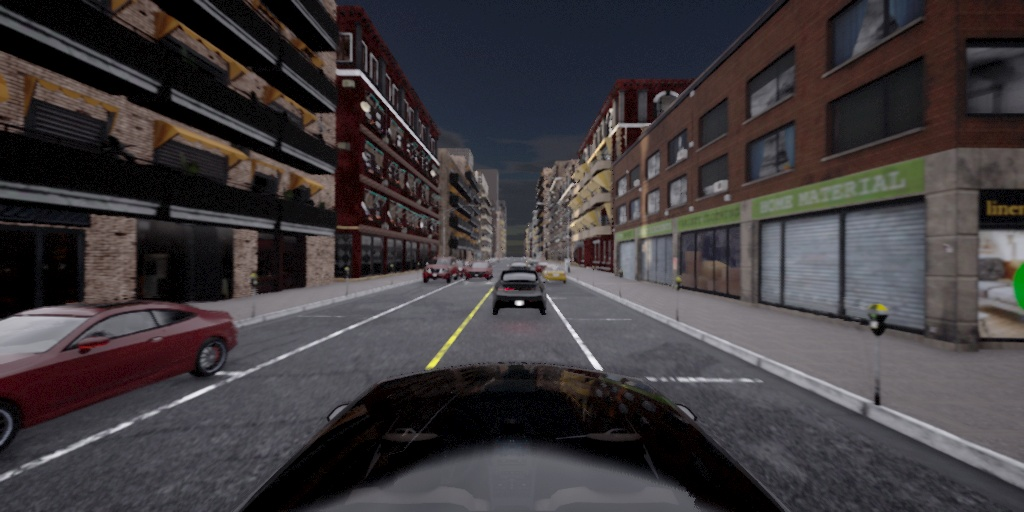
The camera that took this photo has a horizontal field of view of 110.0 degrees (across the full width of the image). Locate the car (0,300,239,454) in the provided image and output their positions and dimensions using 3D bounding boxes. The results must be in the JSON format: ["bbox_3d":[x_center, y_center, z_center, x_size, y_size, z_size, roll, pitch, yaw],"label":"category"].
[{"bbox_3d":[-5.679,1.286,4.684,1.802,1.307,4.207,0,0,1],"label":"car"}]

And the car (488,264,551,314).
[{"bbox_3d":[0.278,1.240,13.764,1.837,1.490,4.892,0,0,1],"label":"car"}]

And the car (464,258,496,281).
[{"bbox_3d":[-2.620,1.168,29.534,1.882,1.535,5.008,0,0,1],"label":"car"}]

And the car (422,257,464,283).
[{"bbox_3d":[-5.284,0.989,27.226,2.192,1.841,5.009,0,0,1],"label":"car"}]

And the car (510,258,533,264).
[{"bbox_3d":[0.583,1.189,31.213,1.882,1.535,5.008,0,0,1],"label":"car"}]

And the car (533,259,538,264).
[{"bbox_3d":[3.292,1.266,38.346,1.888,1.381,4.507,0,0,1],"label":"car"}]

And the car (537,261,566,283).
[{"bbox_3d":[3.097,1.262,27.245,1.751,1.417,4.829,0,0,1],"label":"car"}]
